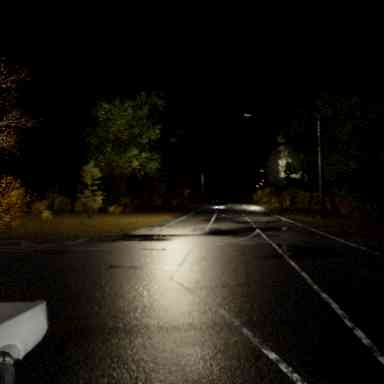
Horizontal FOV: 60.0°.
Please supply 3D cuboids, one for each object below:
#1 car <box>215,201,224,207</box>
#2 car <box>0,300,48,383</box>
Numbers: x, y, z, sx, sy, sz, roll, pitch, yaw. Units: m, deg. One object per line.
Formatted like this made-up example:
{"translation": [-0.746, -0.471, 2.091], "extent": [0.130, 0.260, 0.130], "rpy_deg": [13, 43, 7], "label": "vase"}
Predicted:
{"translation": [6.723, 2.886, 81.778], "extent": [1.895, 1.301, 4.718], "rpy_deg": [-1, -1, 12], "label": "car"}
{"translation": [-2.977, 1.626, 2.059], "extent": [1.895, 1.301, 4.718], "rpy_deg": [-1, 1, 6], "label": "car"}
